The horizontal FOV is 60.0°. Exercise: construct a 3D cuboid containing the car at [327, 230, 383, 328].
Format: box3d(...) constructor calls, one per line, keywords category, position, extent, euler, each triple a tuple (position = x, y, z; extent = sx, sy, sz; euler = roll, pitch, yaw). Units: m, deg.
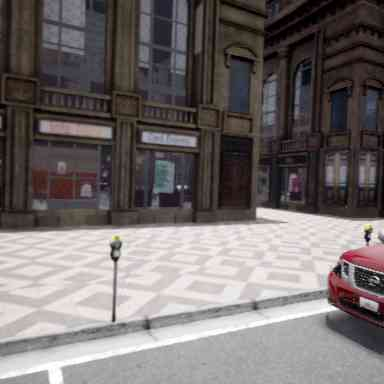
box3d(category="car", position=(4.703, 1.283, 5.745), extent=(5.009, 1.841, 2.192), euler=(1, 2, -27))
